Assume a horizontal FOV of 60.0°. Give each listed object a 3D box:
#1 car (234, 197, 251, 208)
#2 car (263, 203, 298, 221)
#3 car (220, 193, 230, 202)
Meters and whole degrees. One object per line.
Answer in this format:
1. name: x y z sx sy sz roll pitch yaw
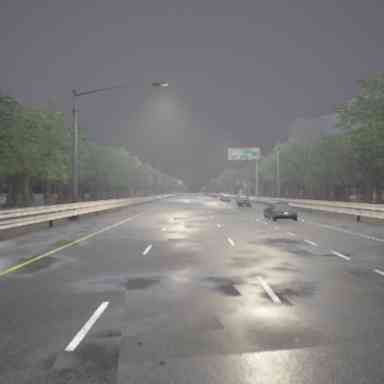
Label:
1. car: 7.155 1.494 47.280 1.837 1.490 4.892 0 0 0
2. car: 7.059 1.565 26.877 1.994 1.385 4.181 0 0 0
3. car: 7.344 1.508 75.114 1.994 1.385 4.181 0 0 0
